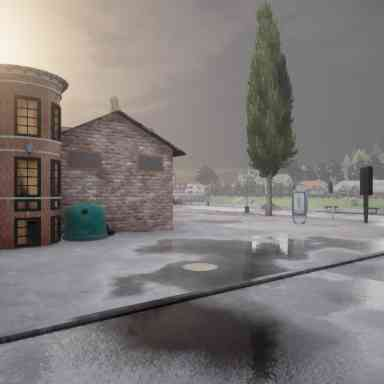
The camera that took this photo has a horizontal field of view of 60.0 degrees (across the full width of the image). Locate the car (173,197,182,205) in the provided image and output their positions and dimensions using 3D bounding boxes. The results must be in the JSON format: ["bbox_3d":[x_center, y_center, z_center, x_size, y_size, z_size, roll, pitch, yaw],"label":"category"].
[{"bbox_3d":[-3.493,1.526,58.784,1.812,1.442,4.674,0,0,-35],"label":"car"}]
